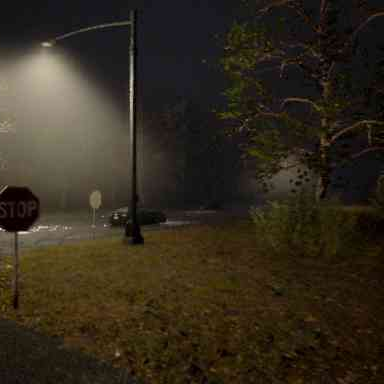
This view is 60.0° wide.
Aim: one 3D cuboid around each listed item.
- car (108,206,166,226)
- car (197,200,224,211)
[{"bbox_3d":[-3.687,1.628,22.913,1.994,1.385,4.181,0,0,36],"label":"car"},{"bbox_3d":[2.475,1.738,43.303,1.812,1.442,4.674,0,1,36],"label":"car"}]
